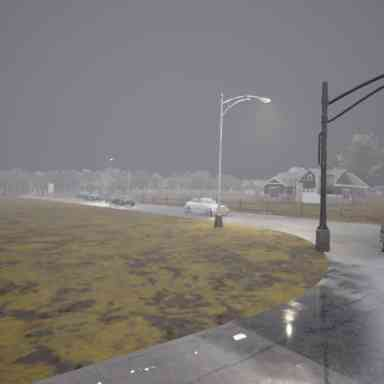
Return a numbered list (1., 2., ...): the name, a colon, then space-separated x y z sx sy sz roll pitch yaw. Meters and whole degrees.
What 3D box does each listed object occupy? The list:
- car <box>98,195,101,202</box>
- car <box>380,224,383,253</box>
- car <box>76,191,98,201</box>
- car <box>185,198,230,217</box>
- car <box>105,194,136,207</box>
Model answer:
1. car: -18.166 1.007 61.169 2.033 1.411 5.357 2 -1 -35
2. car: 7.118 1.528 10.378 2.033 1.411 5.357 1 1 23
3. car: -17.624 0.535 54.392 1.882 1.535 5.008 2 -1 -35
4. car: 1.156 1.228 27.814 1.812 1.442 4.674 2 0 -35
5. car: -8.760 1.026 41.766 1.837 1.490 4.892 2 -1 -35
